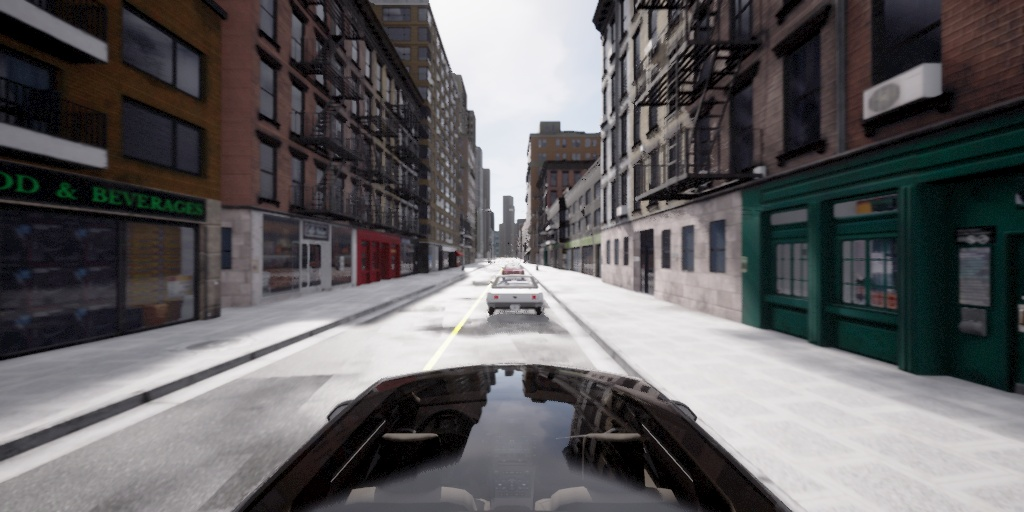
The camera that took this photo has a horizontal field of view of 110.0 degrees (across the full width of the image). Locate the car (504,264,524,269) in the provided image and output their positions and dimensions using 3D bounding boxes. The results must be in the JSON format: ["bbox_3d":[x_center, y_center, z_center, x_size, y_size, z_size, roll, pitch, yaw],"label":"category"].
[{"bbox_3d":[0.104,1.364,31.297,1.895,1.301,4.718,0,0,0],"label":"car"}]

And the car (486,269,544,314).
[{"bbox_3d":[0.102,1.356,13.762,1.895,1.301,4.718,0,0,0],"label":"car"}]
